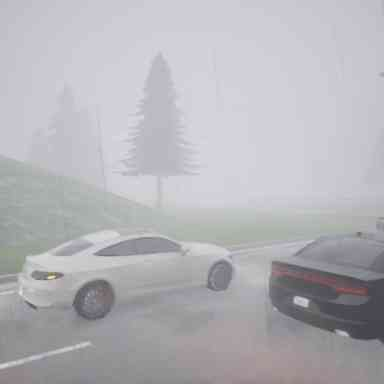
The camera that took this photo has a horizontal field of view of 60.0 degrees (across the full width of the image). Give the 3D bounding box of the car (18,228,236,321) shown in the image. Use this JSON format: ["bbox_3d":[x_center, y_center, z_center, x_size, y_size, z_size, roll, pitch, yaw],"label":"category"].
[{"bbox_3d":[-1.147,1.522,7.235,4.674,1.442,1.812,0,0,-36],"label":"car"}]

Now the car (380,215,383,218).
[{"bbox_3d":[10.510,1.476,15.585,4.902,1.511,2.128,0,0,-35],"label":"car"}]

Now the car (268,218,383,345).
[{"bbox_3d":[3.615,1.472,6.339,5.008,1.535,1.882,0,0,-36],"label":"car"}]
